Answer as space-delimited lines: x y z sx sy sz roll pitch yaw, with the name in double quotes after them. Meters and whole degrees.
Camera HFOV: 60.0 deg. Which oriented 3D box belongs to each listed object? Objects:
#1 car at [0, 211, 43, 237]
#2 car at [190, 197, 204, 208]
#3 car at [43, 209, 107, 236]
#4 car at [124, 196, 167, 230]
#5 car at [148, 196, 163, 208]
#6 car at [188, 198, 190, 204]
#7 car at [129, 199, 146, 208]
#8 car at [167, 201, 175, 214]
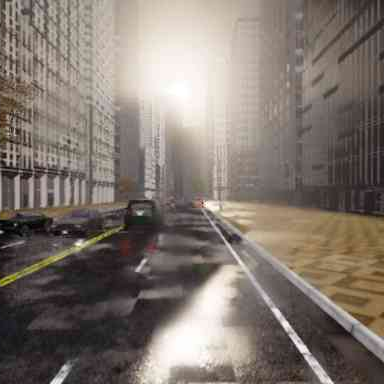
-9.850 1.783 19.368 1.895 1.301 4.718 0 -1 0 "car"
1.139 1.931 61.506 2.097 1.767 4.553 0 -1 0 "car"
-6.602 1.736 19.958 2.033 1.411 5.357 0 -1 0 "car"
-3.149 1.436 22.739 2.150 2.045 5.566 0 0 0 "car"
-6.526 1.795 60.340 2.150 2.045 5.566 0 -1 1 "car"
0.004 2.201 80.775 2.033 1.411 5.357 0 -1 0 "car"
-9.783 2.057 59.969 2.128 1.511 4.902 0 -1 1 "car"
-3.148 1.920 41.915 1.812 1.442 4.674 0 -1 0 "car"
